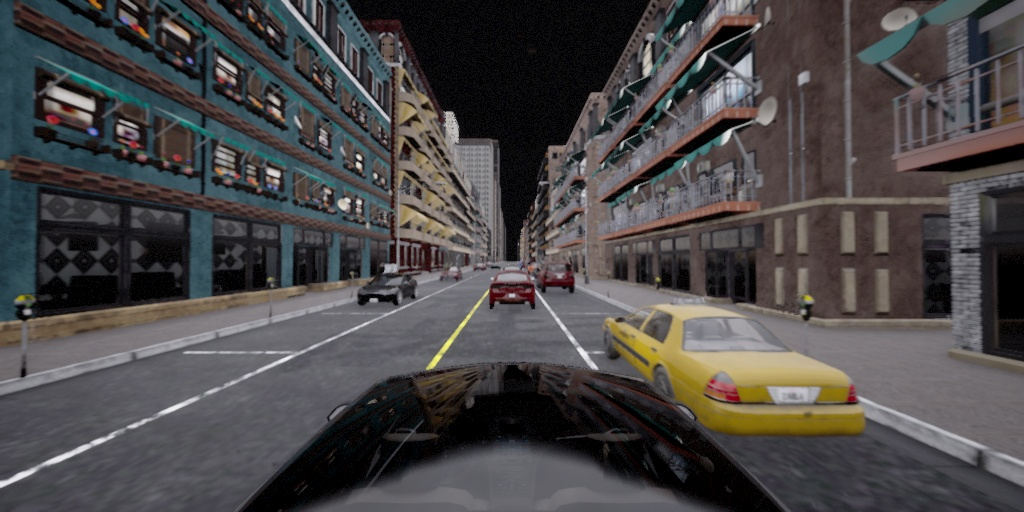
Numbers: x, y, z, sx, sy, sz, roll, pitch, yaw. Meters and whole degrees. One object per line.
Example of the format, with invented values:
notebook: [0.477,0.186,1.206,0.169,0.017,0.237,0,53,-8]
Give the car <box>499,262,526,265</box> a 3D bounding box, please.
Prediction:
car: [0.023,1.529,31.104,1.882,1.535,5.008,0,0,0]

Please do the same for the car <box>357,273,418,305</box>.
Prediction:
car: [-5.691,1.471,16.924,1.948,1.339,4.313,0,0,0]

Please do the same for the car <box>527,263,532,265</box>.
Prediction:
car: [2.690,1.633,33.974,2.007,1.370,4.403,0,0,0]

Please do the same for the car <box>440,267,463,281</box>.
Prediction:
car: [-5.690,1.664,33.971,1.802,1.307,4.207,0,0,0]

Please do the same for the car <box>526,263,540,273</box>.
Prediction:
car: [3.145,1.798,54.216,1.837,1.490,4.892,0,-1,0]

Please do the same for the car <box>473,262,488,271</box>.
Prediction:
car: [-5.690,1.925,62.381,1.888,1.381,4.507,0,0,0]

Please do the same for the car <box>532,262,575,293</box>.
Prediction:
car: [2.690,1.279,22.609,2.192,1.841,5.009,0,0,0]

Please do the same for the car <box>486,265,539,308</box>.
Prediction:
car: [0.024,1.375,16.107,1.882,1.535,5.008,0,0,0]

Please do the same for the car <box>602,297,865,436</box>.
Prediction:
car: [2.690,1.315,5.732,1.751,1.417,4.829,0,0,0]

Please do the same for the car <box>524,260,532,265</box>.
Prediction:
car: [3.113,1.573,47.189,2.097,1.767,4.553,0,-1,0]
